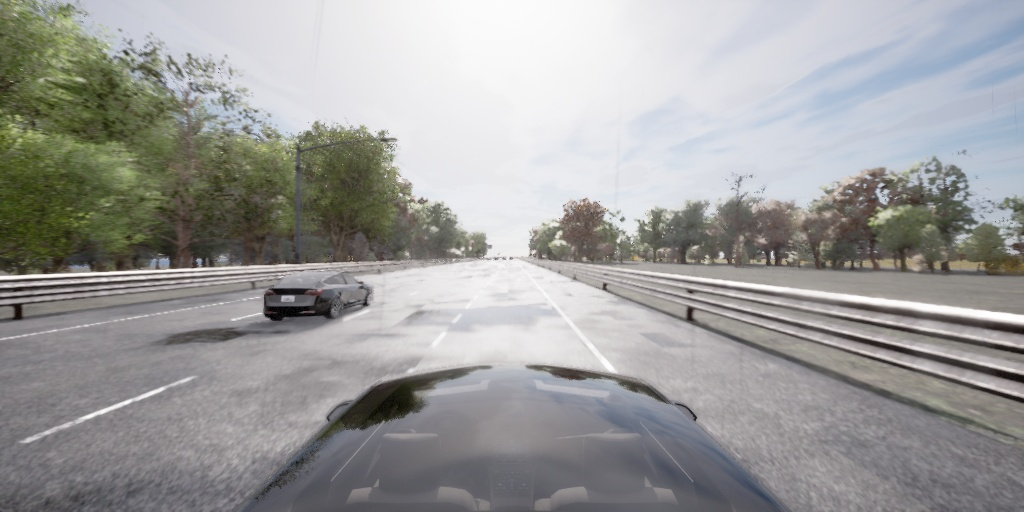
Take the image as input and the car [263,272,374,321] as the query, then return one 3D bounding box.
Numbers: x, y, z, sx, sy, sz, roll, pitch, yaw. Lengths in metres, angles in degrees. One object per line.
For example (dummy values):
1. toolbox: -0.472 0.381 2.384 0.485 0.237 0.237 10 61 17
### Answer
1. car: -6.509 1.273 12.600 2.163 1.488 4.792 0 0 -2
